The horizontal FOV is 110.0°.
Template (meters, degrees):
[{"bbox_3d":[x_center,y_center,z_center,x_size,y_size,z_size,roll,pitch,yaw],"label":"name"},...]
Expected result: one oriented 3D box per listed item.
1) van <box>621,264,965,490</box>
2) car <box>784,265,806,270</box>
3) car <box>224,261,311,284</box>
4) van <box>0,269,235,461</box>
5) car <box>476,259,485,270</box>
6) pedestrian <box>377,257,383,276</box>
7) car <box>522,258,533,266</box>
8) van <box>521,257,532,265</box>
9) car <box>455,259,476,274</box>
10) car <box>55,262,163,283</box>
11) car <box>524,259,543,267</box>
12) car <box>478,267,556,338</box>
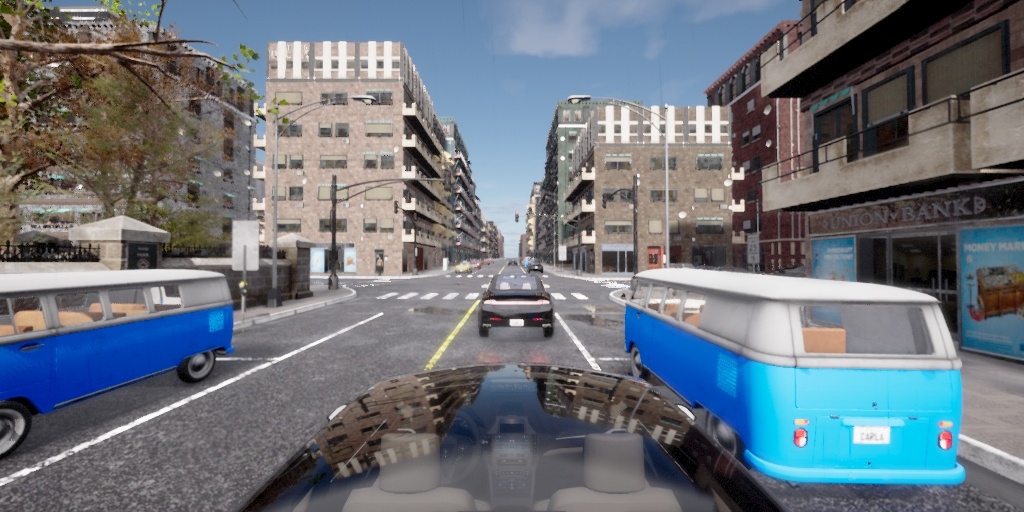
[{"bbox_3d":[2.662,1.090,4.510,1.690,1.789,3.998,0,0,0],"label":"van"},{"bbox_3d":[20.790,1.349,24.742,4.892,1.490,1.837,0,-1,1],"label":"car"},{"bbox_3d":[-17.109,1.139,25.206,4.892,1.490,1.837,0,-1,2],"label":"car"},{"bbox_3d":[-5.653,1.090,4.521,1.690,1.789,3.998,0,0,0],"label":"van"},{"bbox_3d":[-5.632,1.187,53.751,1.967,1.591,4.097,0,0,0],"label":"car"},{"bbox_3d":[-12.503,0.954,33.915,0.375,1.860,0.375,0,-1,1],"label":"pedestrian"},{"bbox_3d":[2.743,1.298,48.099,2.007,1.370,4.403,0,0,0],"label":"car"},{"bbox_3d":[2.755,1.088,59.384,1.690,1.789,3.998,0,0,0],"label":"van"},{"bbox_3d":[-5.644,1.273,42.295,1.751,1.417,4.829,0,0,0],"label":"car"},{"bbox_3d":[-28.368,1.121,25.378,5.357,1.411,2.033,0,-1,1],"label":"car"},{"bbox_3d":[2.737,1.313,42.457,1.948,1.339,4.313,0,0,0],"label":"car"},{"bbox_3d":[0.109,1.241,10.242,2.128,1.511,4.902,0,0,0],"label":"car"}]
